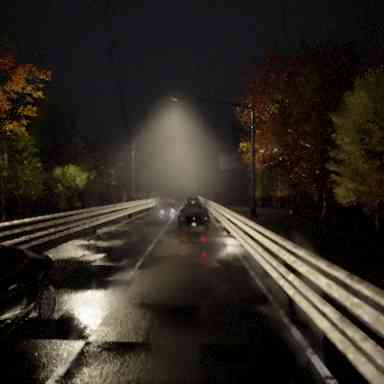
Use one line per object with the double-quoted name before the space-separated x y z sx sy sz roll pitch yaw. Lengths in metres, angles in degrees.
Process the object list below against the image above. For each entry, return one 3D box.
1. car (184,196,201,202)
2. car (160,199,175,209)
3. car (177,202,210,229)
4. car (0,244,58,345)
"car" 0.123 1.340 42.030 2.097 1.767 4.553 0 0 0
"car" -3.315 1.603 45.694 1.895 1.301 4.718 0 0 0
"car" 0.110 1.525 20.899 1.895 1.301 4.718 0 0 0
"car" -3.360 1.494 4.368 1.812 1.442 4.674 0 0 0
